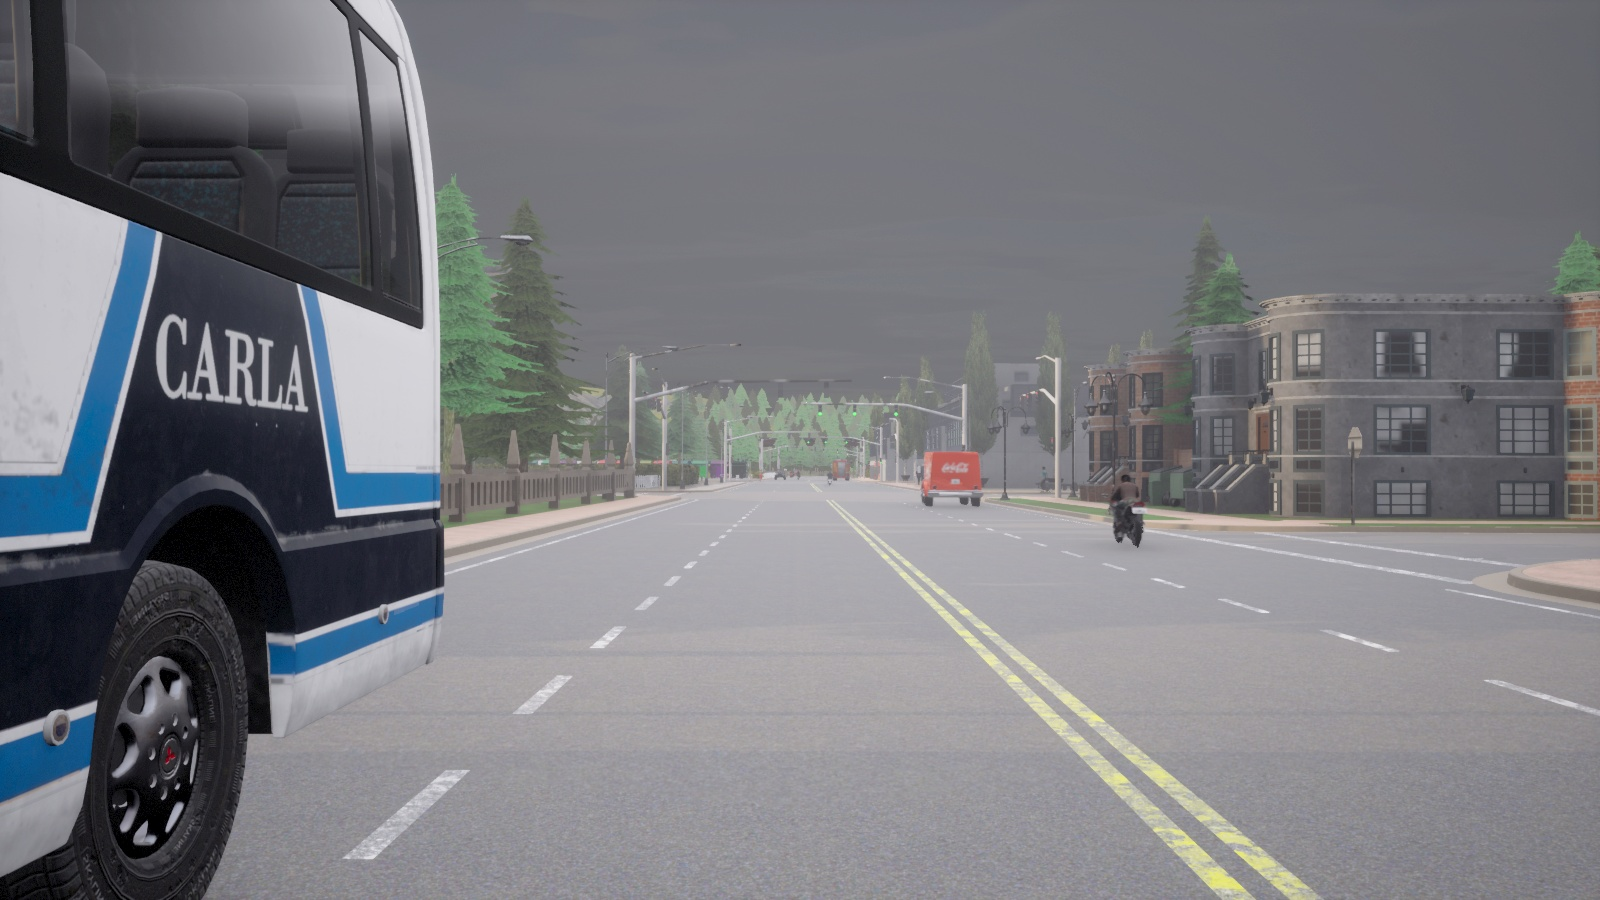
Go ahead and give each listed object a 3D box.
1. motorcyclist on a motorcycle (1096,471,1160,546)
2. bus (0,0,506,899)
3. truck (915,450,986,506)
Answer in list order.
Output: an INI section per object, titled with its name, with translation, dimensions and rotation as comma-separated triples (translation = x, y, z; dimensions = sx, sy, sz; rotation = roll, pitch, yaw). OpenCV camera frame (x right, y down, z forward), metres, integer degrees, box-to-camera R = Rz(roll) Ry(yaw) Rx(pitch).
[motorcyclist on a motorcycle]
translation = 6.939, 1.216, 26.675
dimensions = 0.797, 1.523, 2.044
rotation = 0, -1, 0
[bus]
translation = -3.508, -0.523, 1.472
dimensions = 3.944, 4.253, 10.273
rotation = 0, -1, 0
[truck]
translation = 6.865, 1.273, 58.058
dimensions = 2.627, 2.467, 5.204
rotation = 0, -1, 0
